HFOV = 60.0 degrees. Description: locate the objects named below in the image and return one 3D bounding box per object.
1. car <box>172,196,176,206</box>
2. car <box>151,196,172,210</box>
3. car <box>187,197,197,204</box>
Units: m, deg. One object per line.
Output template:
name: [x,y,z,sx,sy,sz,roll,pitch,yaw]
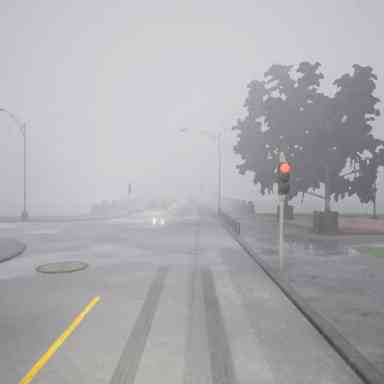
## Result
car: [-4.078,1.477,52.816,1.882,1.535,5.008,0,0,0]
car: [-4.089,1.491,42.286,2.128,1.511,4.902,0,0,0]
car: [0.016,1.547,61.723,2.033,1.411,5.357,0,0,0]
